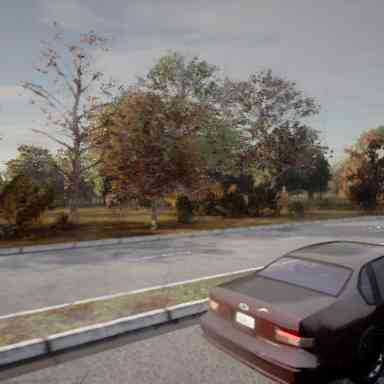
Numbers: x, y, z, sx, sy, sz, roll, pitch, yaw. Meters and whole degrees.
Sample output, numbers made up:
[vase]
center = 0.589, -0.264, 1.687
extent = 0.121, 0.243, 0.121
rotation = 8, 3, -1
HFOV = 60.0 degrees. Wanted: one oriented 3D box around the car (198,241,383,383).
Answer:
[car]
center = 2.662, 1.537, 5.342
extent = 5.357, 1.411, 2.033
rotation = 0, 0, -36
